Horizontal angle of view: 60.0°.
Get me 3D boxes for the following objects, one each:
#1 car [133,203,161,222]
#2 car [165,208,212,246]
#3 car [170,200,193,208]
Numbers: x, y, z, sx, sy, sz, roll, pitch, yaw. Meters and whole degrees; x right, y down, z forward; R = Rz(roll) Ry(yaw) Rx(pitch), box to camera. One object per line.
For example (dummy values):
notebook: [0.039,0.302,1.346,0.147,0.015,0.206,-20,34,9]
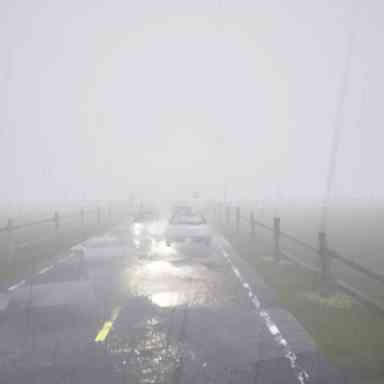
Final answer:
car: [-3.528,1.586,26.653,1.994,1.385,4.181,0,0,-3]
car: [-0.197,1.607,15.221,1.895,1.301,4.718,0,0,-2]
car: [-0.960,1.529,30.858,1.837,1.490,4.892,0,0,-4]
